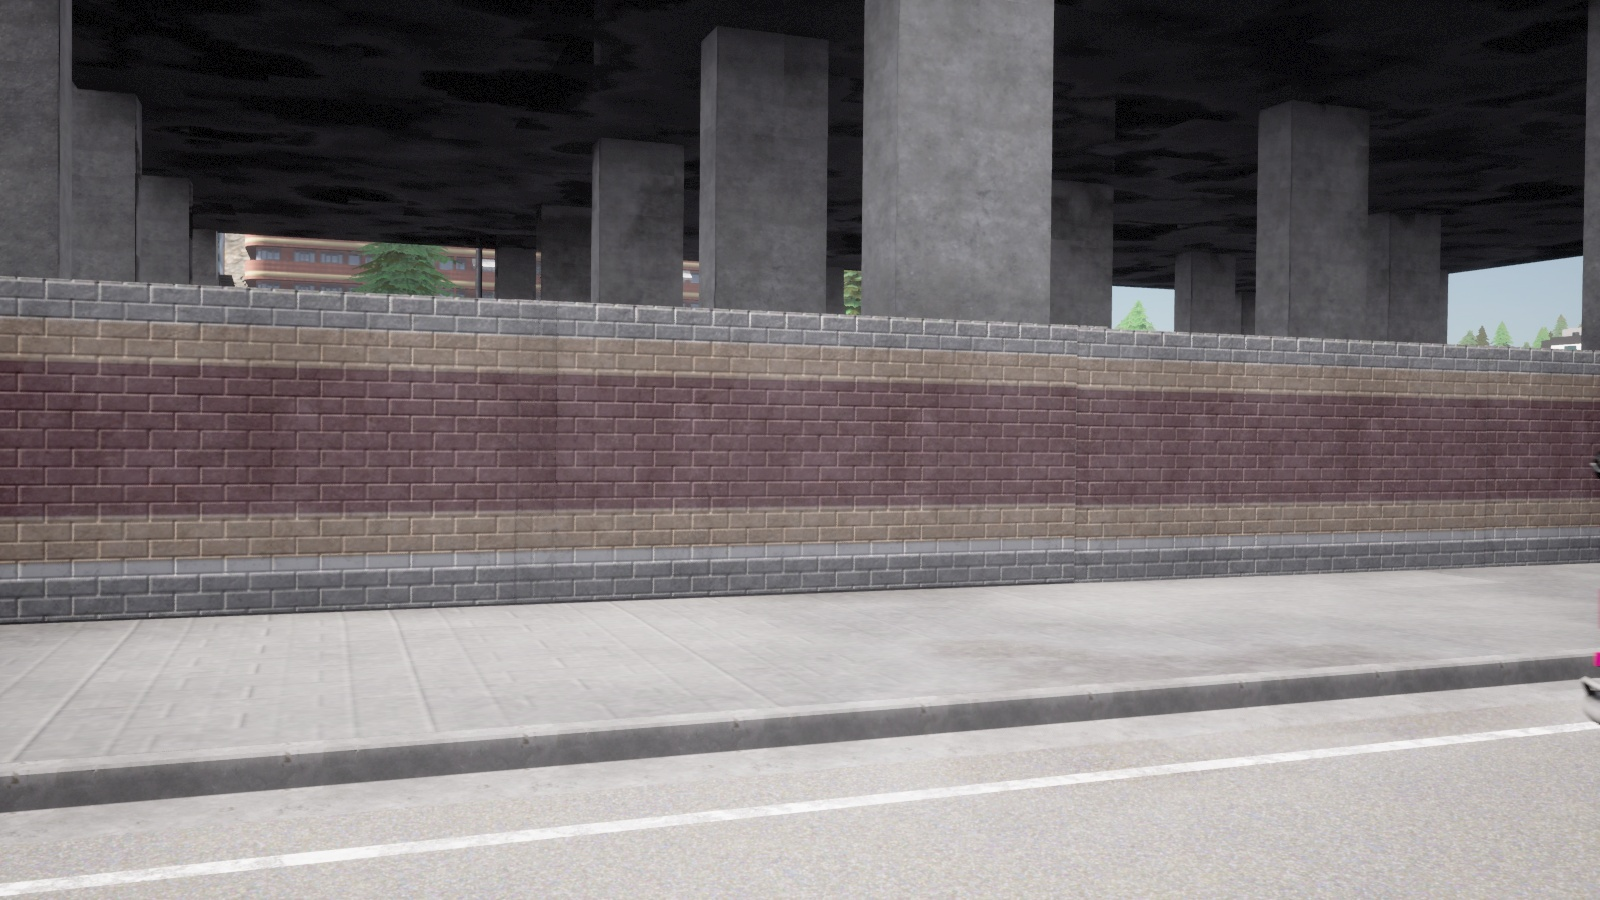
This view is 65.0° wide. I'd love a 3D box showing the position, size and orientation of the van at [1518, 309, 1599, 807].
[{"bbox_3d":[5.452,0.405,5.307,4.442,1.987,1.775,-1,1,-21],"label":"van"}]
